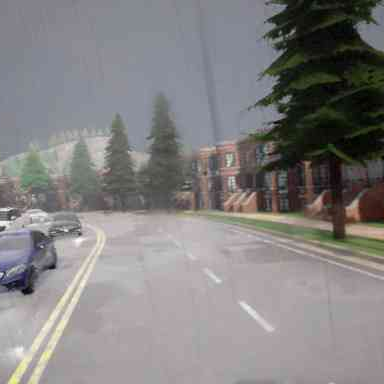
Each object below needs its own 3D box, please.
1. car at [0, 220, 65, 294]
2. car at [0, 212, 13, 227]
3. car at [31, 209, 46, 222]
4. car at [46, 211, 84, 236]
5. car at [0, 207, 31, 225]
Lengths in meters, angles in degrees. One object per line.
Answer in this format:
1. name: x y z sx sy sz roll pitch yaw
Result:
1. car: -5.152 1.861 9.584 1.812 1.442 4.674 -4 0 -12
2. car: -20.750 2.917 35.287 1.994 1.385 4.181 -4 0 -44
3. car: -17.236 2.650 36.589 1.812 1.442 4.674 -4 0 -42
4. car: -8.227 2.039 21.691 1.837 1.490 4.892 -4 1 -21
5. car: -10.594 1.912 17.967 2.150 2.045 5.566 -4 0 -16
